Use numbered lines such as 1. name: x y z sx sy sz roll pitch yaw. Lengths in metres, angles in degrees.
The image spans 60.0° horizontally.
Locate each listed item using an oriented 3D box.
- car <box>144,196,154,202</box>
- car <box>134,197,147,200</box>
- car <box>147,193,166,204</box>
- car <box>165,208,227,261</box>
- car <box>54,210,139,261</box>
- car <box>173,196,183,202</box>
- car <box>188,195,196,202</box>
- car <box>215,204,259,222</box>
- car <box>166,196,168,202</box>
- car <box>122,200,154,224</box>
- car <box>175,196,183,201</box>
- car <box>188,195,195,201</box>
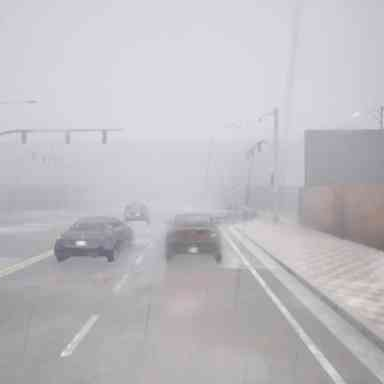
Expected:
1. car: -10.515 1.629 81.854 1.994 1.385 4.181 0 0 0
2. car: -10.516 1.622 66.326 1.994 1.385 4.181 0 0 0
3. car: -7.017 1.286 66.351 2.150 2.045 5.566 0 0 0
4. car: 0.060 1.515 12.334 1.837 1.490 4.892 0 -1 0
5. car: -3.438 1.575 12.371 1.994 1.385 4.181 0 0 0
6. car: -3.515 1.628 80.838 1.994 1.385 4.181 0 0 0
7. car: -0.015 1.554 80.475 1.882 1.535 5.008 0 0 0
8. car: 3.132 1.594 25.989 4.718 1.301 1.895 0 0 -41
9. car: -7.015 1.671 81.882 1.895 1.301 4.718 0 0 0
10. car: -4.211 1.556 24.850 2.033 1.411 5.357 0 0 -13
11. car: -3.517 1.684 90.860 1.895 1.301 4.718 0 0 0
12. car: -0.017 1.589 90.831 1.837 1.490 4.892 0 0 0
